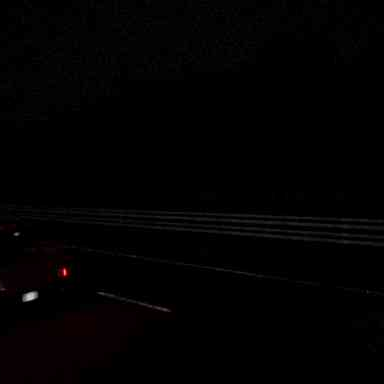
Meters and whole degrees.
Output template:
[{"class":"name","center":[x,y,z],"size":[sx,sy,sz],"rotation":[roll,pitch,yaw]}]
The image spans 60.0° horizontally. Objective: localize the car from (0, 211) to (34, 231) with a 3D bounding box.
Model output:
[{"class":"car","center":[-8.999,1.552,14.701],"size":[5.008,1.535,1.882],"rotation":[0,0,35]}]

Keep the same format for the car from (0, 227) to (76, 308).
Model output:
[{"class":"car","center":[-4.774,1.639,7.393],"size":[4.718,1.301,1.895],"rotation":[0,0,35]}]
